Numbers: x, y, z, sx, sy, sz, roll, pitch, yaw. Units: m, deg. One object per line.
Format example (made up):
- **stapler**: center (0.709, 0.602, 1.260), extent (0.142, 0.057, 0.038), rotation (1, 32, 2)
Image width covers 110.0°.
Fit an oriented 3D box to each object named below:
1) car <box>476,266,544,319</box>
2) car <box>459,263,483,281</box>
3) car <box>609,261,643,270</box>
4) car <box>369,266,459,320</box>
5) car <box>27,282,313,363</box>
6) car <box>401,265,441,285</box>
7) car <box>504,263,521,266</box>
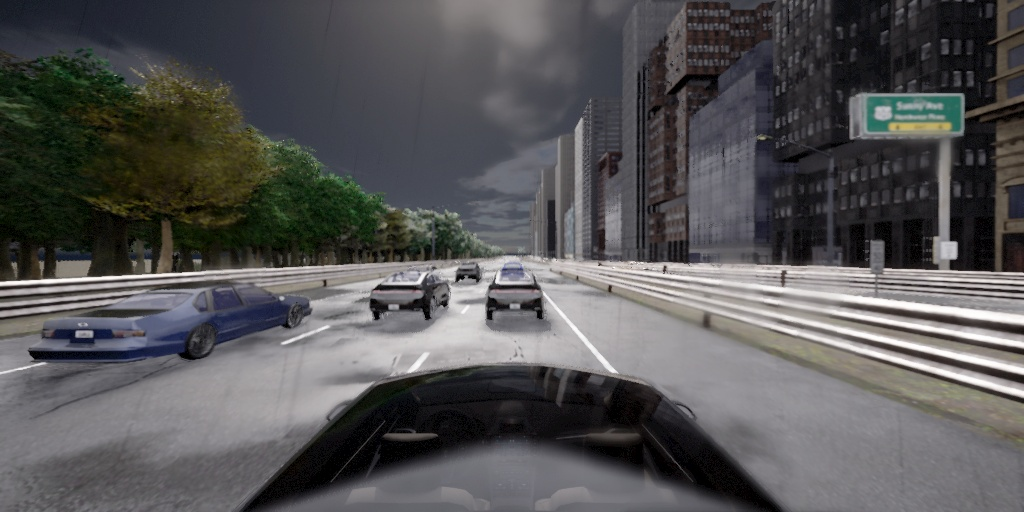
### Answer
- **car**: center (0.087, 1.267, 12.919), extent (2.128, 1.511, 4.902), rotation (0, 0, 0)
- **car**: center (-3.430, 1.325, 29.284), extent (1.837, 1.490, 4.892), rotation (0, 0, 0)
- **car**: center (13.653, 1.395, 43.444), extent (1.801, 1.575, 5.366), rotation (0, 0, -17)
- **car**: center (-3.412, 1.268, 12.773), extent (2.128, 1.511, 4.902), rotation (0, 0, 0)
- **car**: center (-6.906, 1.314, 8.295), extent (2.033, 1.411, 5.357), rotation (0, 0, 0)
- **car**: center (-6.932, 1.418, 27.756), extent (1.895, 1.301, 4.718), rotation (0, 0, 0)
- **car**: center (0.064, 1.302, 30.843), extent (1.882, 1.535, 5.008), rotation (0, 0, 0)
